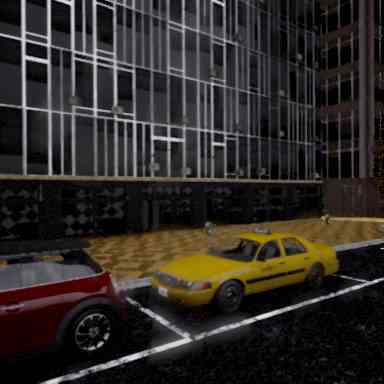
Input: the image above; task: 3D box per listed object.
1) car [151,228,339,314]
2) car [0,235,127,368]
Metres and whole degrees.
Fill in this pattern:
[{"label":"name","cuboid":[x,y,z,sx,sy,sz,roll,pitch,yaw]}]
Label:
[{"label":"car","cuboid":[1.428,1.534,7.587,4.829,1.417,1.752,0,-1,-35]},{"label":"car","cuboid":[-3.061,1.440,4.386,4.097,1.590,1.967,0,-1,-35]}]
